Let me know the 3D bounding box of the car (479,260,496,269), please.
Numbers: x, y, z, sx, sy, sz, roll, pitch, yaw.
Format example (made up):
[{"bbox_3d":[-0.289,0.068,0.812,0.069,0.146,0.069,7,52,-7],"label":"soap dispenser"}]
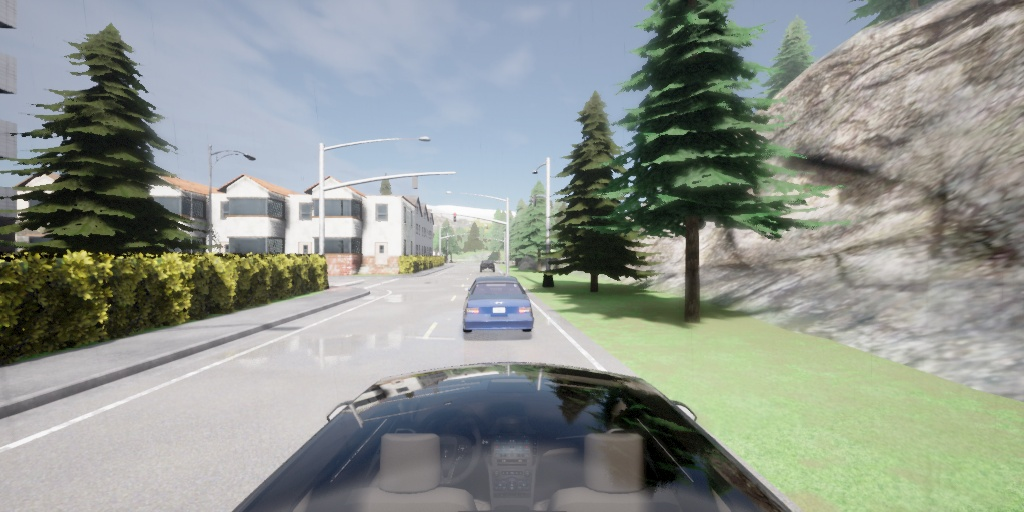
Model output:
[{"bbox_3d":[-3.111,1.255,45.300,1.837,1.490,4.892,0,0,-4],"label":"car"}]

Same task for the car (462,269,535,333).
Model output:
[{"bbox_3d":[-0.478,1.297,10.777,2.033,1.411,5.357,0,0,-4],"label":"car"}]
